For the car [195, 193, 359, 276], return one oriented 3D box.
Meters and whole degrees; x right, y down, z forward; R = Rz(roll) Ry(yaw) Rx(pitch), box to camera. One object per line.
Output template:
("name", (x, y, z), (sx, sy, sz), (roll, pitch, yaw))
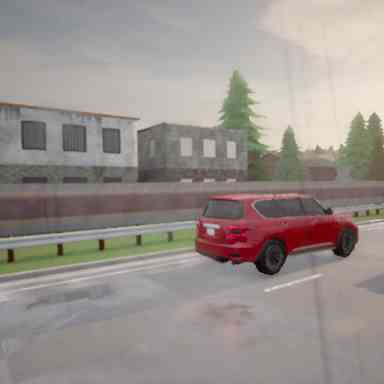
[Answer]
("car", (2.695, 1.034, 10.028), (5.566, 2.045, 2.150), (-2, 1, -35))
